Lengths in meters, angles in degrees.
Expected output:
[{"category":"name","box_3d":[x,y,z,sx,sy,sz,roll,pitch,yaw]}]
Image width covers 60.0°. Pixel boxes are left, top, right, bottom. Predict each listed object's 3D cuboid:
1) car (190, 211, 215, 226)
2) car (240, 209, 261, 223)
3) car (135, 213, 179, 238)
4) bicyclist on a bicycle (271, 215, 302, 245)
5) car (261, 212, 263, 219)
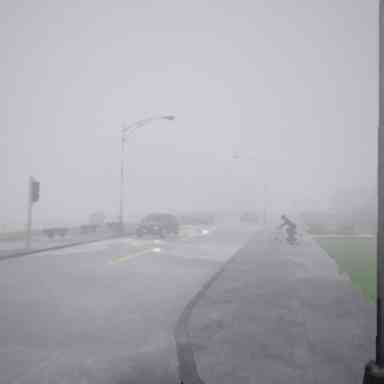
[{"category":"car","box_3d":[1.188,2.770,35.608,1.812,1.442,4.674,1,-2,15]},{"category":"car","box_3d":[7.343,3.123,42.511,1.837,1.490,4.892,1,-2,16]},{"category":"car","box_3d":[-2.268,2.242,22.953,1.837,1.490,4.892,1,-2,15]},{"category":"bicyclist on a bicycle","box_3d":[5.172,2.099,18.303,1.656,1.620,0.582,0,-2,15]},{"category":"car","box_3d":[10.017,3.509,52.517,2.128,1.511,4.902,1,-2,15]}]
